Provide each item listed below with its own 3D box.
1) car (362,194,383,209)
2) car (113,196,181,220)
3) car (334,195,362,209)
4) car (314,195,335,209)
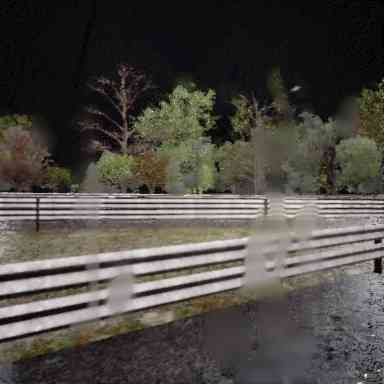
[{"bbox_3d":[15.550,0.950,24.786,4.553,1.767,2.097,1,0,-15],"label":"car"},{"bbox_3d":[-2.700,0.937,20.089,4.181,1.385,1.994,1,0,-14],"label":"car"},{"bbox_3d":[14.755,1.153,28.197,4.181,1.385,1.994,1,0,-15],"label":"car"},{"bbox_3d":[13.910,1.082,31.593,4.892,1.490,1.837,1,0,-15],"label":"car"}]
